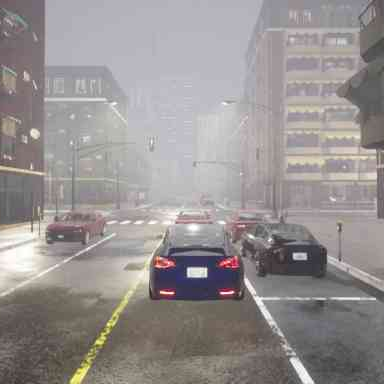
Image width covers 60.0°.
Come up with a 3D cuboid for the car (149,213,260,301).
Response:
[{"bbox_3d":[0.096,1.506,8.381,2.163,1.488,4.792,0,0,0],"label":"car"}]

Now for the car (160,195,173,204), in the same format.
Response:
[{"bbox_3d":[-5.359,1.597,65.090,2.008,1.369,4.403,1,0,0],"label":"car"}]

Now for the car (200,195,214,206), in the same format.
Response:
[{"bbox_3d":[2.673,1.578,53.726,1.887,1.381,4.507,1,0,0],"label":"car"}]

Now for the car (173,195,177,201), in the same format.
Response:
[{"bbox_3d":[-5.356,1.624,87.848,1.887,1.381,4.507,1,0,0],"label":"car"}]

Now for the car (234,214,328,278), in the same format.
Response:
[{"bbox_3d":[2.568,1.569,9.999,1.947,1.339,4.313,1,0,0],"label":"car"}]

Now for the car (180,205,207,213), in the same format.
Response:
[{"bbox_3d":[0.084,1.607,18.104,1.895,1.301,4.718,0,0,0],"label":"car"}]

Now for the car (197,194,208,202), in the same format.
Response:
[{"bbox_3d":[2.573,1.359,63.672,2.192,1.841,5.009,1,0,0],"label":"car"}]

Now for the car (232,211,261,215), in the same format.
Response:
[{"bbox_3d":[2.565,1.550,15.670,1.887,1.381,4.507,1,0,0],"label":"car"}]

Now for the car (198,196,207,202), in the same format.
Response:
[{"bbox_3d":[2.528,1.635,82.175,1.947,1.339,4.313,1,0,0],"label":"car"}]

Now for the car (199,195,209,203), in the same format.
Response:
[{"bbox_3d":[2.535,1.494,70.795,1.967,1.590,4.097,1,0,0],"label":"car"}]

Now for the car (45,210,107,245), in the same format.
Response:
[{"bbox_3d":[-5.282,1.550,15.638,1.887,1.381,4.507,1,0,0],"label":"car"}]
